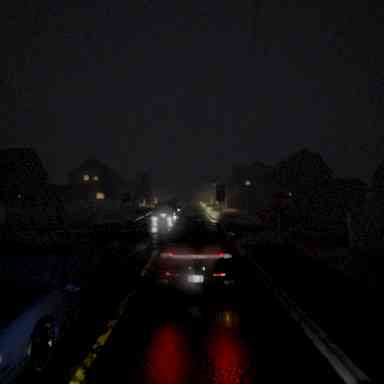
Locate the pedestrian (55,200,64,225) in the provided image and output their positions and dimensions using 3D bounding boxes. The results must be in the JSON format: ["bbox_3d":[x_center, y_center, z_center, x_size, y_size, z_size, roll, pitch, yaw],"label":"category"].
[{"bbox_3d":[-9.857,1.499,24.598,0.375,1.860,0.375,0,-3,-1],"label":"pedestrian"}]

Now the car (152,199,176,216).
[{"bbox_3d":[-2.921,1.747,34.979,1.812,1.442,4.674,0,0,0],"label":"car"}]

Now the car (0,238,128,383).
[{"bbox_3d":[-2.601,1.577,5.849,2.033,1.411,5.357,0,0,4],"label":"car"}]

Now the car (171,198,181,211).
[{"bbox_3d":[-2.921,1.902,45.053,1.895,1.301,4.718,0,0,0],"label":"car"}]

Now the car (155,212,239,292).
[{"bbox_3d":[0.177,1.540,9.117,2.128,1.511,4.902,0,0,2],"label":"car"}]

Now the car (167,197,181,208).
[{"bbox_3d":[-2.935,1.744,55.326,2.097,1.767,4.553,0,-1,1],"label":"car"}]
